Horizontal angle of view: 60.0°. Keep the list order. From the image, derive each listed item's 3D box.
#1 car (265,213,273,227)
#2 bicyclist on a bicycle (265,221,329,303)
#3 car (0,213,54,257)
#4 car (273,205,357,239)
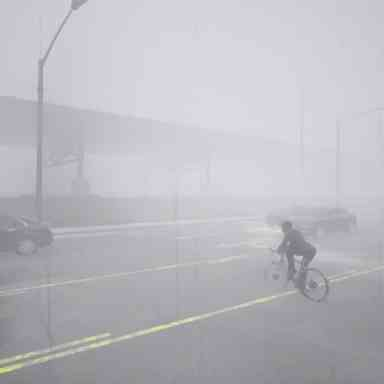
[{"bbox_3d":[6.716,1.560,21.623,4.181,1.385,1.994,0,0,-35],"label":"car"},{"bbox_3d":[2.192,1.463,7.198,0.582,1.620,1.656,0,-1,-36],"label":"bicyclist on a bicycle"},{"bbox_3d":[-7.450,1.527,11.580,4.892,1.490,1.837,0,0,-35],"label":"car"},{"bbox_3d":[6.735,1.506,17.389,4.892,1.490,1.837,-1,0,-36],"label":"car"}]
